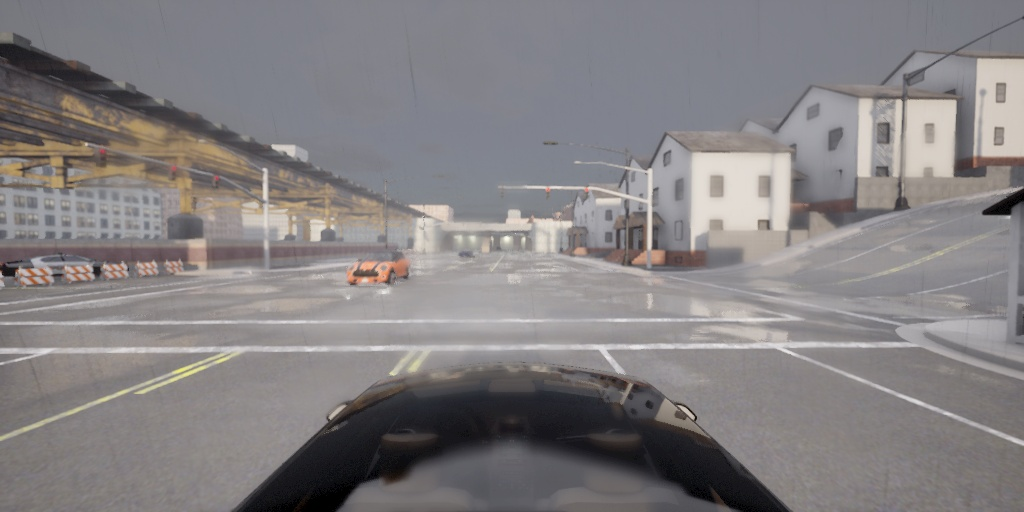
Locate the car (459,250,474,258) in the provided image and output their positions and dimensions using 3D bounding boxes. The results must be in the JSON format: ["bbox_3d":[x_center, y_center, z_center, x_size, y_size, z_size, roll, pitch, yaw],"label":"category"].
[{"bbox_3d":[-6.986,-0.327,55.136,1.895,1.301,4.718,0,2,0],"label":"car"}]

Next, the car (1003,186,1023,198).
[{"bbox_3d":[30.515,-3.986,19.700,5.357,1.411,2.033,-15,2,0],"label":"car"}]

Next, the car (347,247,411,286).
[{"bbox_3d":[-6.992,0.511,19.288,2.097,1.767,4.553,0,2,0],"label":"car"}]
